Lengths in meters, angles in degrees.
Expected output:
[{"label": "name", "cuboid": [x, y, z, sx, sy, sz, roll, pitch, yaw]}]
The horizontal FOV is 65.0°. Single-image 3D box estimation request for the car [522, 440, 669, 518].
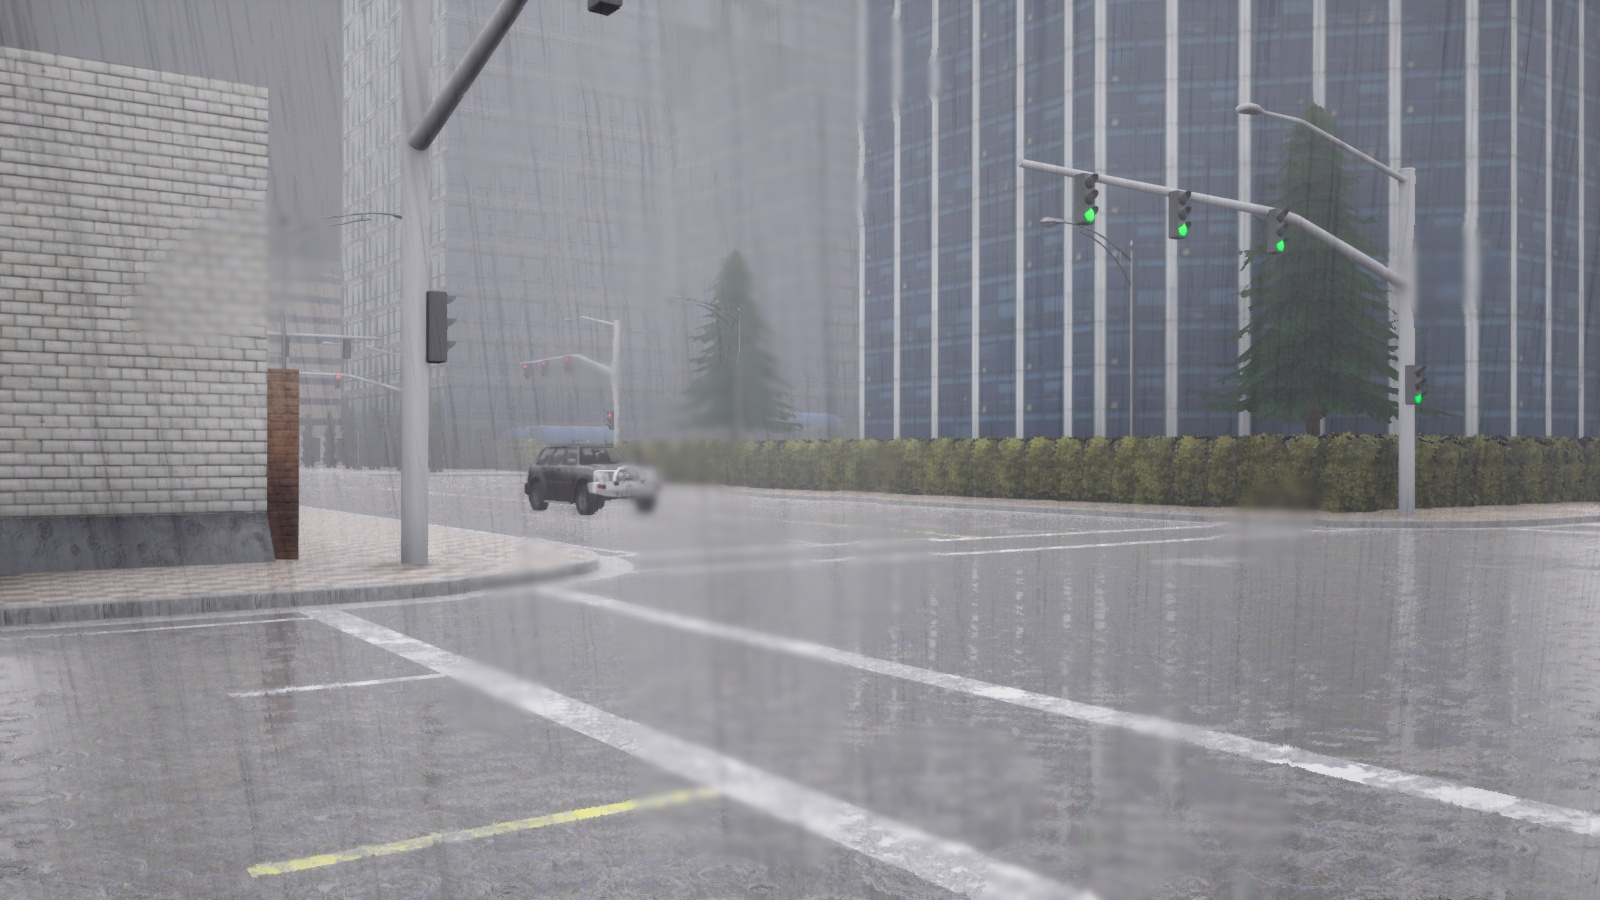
[{"label": "car", "cuboid": [-5.335, 0.707, 32.291, 1.932, 1.855, 4.605, 0, 0, -35]}]
